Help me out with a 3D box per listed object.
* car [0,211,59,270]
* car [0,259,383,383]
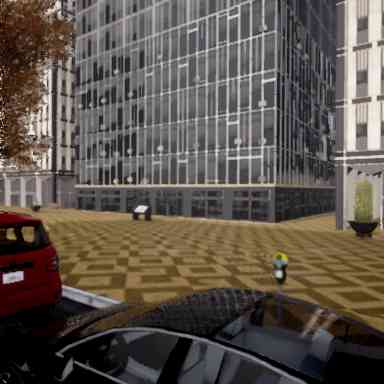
[{"bbox_3d":[-4.432,1.255,6.041,5.009,1.841,2.192,1,0,36],"label":"car"},{"bbox_3d":[0.062,1.553,2.834,4.313,1.339,1.947,1,0,36],"label":"car"}]
